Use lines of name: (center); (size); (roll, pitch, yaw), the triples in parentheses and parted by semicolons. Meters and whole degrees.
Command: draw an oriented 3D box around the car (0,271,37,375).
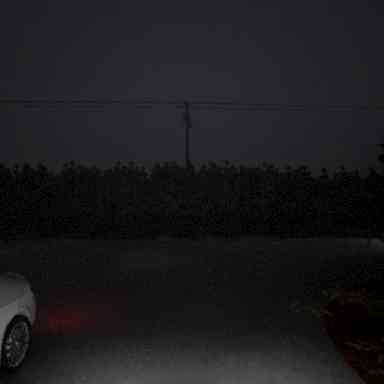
car: (-3.126, 1.541, 2.953); (1.812, 1.442, 4.674); (0, 0, 1)
